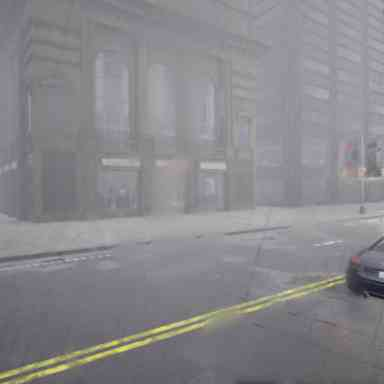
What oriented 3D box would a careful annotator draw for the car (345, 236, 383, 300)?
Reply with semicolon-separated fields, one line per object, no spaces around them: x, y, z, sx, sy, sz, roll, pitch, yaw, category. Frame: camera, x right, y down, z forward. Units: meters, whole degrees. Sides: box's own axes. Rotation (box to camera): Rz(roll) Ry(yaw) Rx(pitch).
5.151;1.450;7.114;4.181;1.385;1.994;-1;1;-35;car
